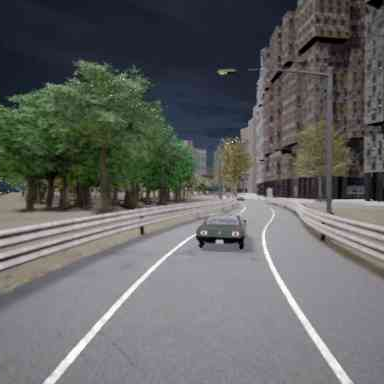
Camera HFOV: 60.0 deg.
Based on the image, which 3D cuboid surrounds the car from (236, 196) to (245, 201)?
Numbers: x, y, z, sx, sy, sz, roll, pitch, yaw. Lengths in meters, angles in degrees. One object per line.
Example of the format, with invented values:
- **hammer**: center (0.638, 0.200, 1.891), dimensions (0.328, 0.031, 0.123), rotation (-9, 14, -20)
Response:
- **car**: center (11.526, 1.552, 80.978), dimensions (1.895, 1.301, 4.718), rotation (0, 0, -4)

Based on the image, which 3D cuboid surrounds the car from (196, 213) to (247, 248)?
- **car**: center (1.478, 1.606, 14.845), dimensions (1.895, 1.301, 4.718), rotation (0, 0, 11)
